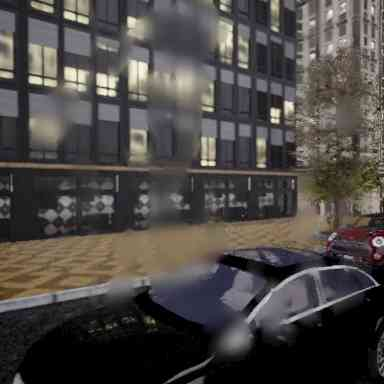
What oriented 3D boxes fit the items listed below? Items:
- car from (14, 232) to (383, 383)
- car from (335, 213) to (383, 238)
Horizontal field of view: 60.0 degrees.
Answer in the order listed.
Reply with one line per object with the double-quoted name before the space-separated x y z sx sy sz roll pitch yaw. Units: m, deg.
"car" 0.680 1.488 3.860 4.902 1.511 2.128 0 0 -35
"car" 6.263 1.429 11.027 4.097 1.590 1.967 0 -1 -35
